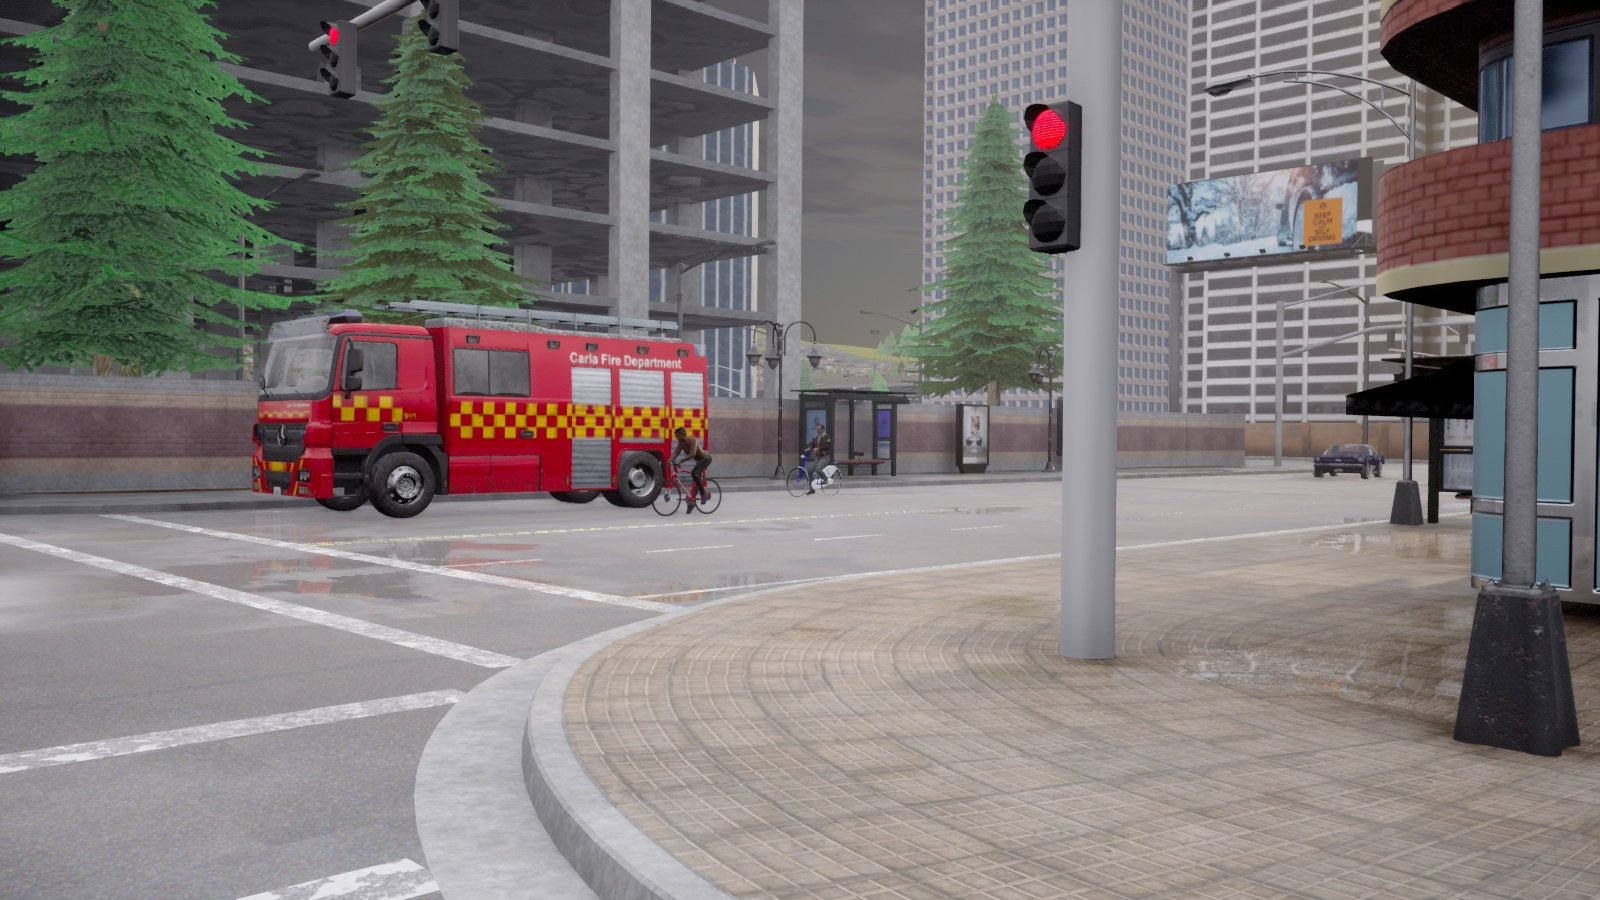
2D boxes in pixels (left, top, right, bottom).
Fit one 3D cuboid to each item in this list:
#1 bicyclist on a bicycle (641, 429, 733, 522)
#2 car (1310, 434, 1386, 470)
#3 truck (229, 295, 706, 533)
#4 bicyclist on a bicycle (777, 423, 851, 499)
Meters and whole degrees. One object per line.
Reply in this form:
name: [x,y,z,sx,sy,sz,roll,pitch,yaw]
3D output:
bicyclist on a bicycle: [-2.060,0.443,23.091,1.656,1.620,0.582,-2,1,-44]
car: [20.993,0.042,48.007,1.895,1.301,4.718,0,1,33]
truck: [-6.031,-0.653,24.140,8.468,3.827,2.891,-1,1,-44]
bicyclist on a bicycle: [0.346,0.242,30.206,1.843,1.776,0.659,-1,1,-44]
